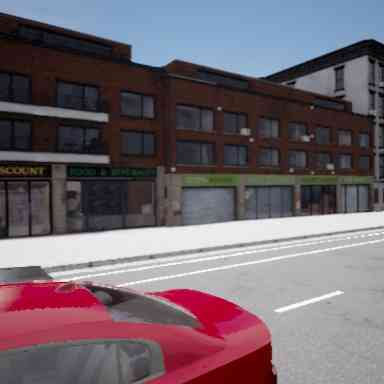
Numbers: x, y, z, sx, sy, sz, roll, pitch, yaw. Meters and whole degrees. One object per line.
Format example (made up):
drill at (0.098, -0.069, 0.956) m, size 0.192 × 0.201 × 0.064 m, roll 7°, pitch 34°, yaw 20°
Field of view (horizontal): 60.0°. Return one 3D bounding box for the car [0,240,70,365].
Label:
car at (-4.237, 1.577, 4.217) m, size 4.718 × 1.301 × 1.895 m, roll 0°, pitch 0°, yaw -35°

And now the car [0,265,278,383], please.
car at (-1.632, 1.465, 2.070) m, size 5.008 × 1.535 × 1.882 m, roll 0°, pitch 0°, yaw -35°
